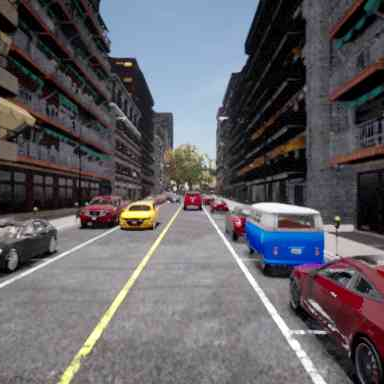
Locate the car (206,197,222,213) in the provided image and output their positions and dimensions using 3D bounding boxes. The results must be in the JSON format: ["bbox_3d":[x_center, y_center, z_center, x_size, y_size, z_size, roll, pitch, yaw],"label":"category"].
[{"bbox_3d":[2.696,1.427,33.248,1.802,1.307,4.206,1,0,0],"label":"car"}]

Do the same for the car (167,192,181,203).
[{"bbox_3d":[-3.055,1.213,60.732,2.128,1.511,4.902,0,0,1],"label":"car"}]

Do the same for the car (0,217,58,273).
[{"bbox_3d":[-5.679,1.502,10.399,2.008,1.369,4.403,1,0,0],"label":"car"}]

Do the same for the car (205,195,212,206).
[{"bbox_3d":[2.693,1.312,50.337,1.887,1.381,4.507,1,0,0],"label":"car"}]

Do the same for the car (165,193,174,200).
[{"bbox_3d":[-5.659,1.052,84.451,1.967,1.590,4.097,1,0,0],"label":"car"}]

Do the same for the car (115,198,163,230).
[{"bbox_3d":[-3.103,1.382,20.491,1.882,1.535,5.008,0,0,0],"label":"car"}]

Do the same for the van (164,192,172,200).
[{"bbox_3d":[-5.656,0.979,78.754,1.690,1.788,3.998,1,0,0],"label":"van"}]

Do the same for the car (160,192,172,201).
[{"bbox_3d":[-5.654,0.979,73.058,2.192,1.841,5.009,1,0,0],"label":"car"}]

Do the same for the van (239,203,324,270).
[{"bbox_3d":[2.705,1.292,10.463,1.690,1.788,3.998,1,0,0],"label":"van"}]

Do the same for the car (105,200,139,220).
[{"bbox_3d":[-5.683,1.417,27.489,1.887,1.381,4.507,1,0,0],"label":"car"}]

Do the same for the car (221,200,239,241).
[{"bbox_3d":[2.702,1.365,16.159,1.967,1.590,4.097,1,0,0],"label":"car"}]

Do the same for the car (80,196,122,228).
[{"bbox_3d":[-5.677,1.214,21.791,2.192,1.841,5.009,1,0,0],"label":"car"}]

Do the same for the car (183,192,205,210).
[{"bbox_3d":[0.091,1.037,39.849,2.150,2.045,5.566,0,0,0],"label":"car"}]

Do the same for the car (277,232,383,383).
[{"bbox_3d":[2.702,1.559,4.767,1.802,1.307,4.206,1,0,0],"label":"car"}]

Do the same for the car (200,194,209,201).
[{"bbox_3d":[2.689,1.208,73.122,1.887,1.381,4.507,1,0,0],"label":"car"}]

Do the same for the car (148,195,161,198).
[{"bbox_3d":[-5.659,1.320,44.407,1.752,1.417,4.829,1,0,0],"label":"car"}]

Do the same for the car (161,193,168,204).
[{"bbox_3d":[-5.655,1.286,55.970,1.887,1.381,4.507,1,0,0],"label":"car"}]

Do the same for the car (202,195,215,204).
[{"bbox_3d":[2.692,1.286,56.033,1.887,1.381,4.507,1,0,0],"label":"car"}]

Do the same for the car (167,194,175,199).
[{"bbox_3d":[-5.662,1.137,90.148,2.008,1.369,4.403,1,0,0],"label":"car"}]
